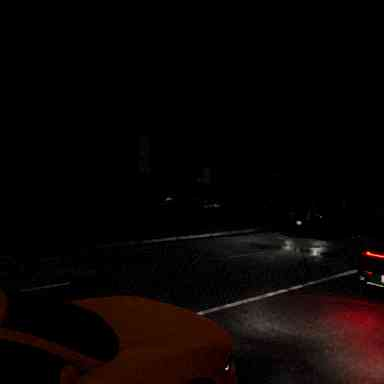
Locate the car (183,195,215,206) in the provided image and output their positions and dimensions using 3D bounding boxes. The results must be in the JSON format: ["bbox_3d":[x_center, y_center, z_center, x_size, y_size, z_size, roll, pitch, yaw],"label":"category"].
[{"bbox_3d":[1.291,1.271,48.451,1.882,1.535,5.008,-1,0,-39],"label":"car"}]

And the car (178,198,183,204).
[{"bbox_3d":[-0.259,1.367,55.971,1.895,1.301,4.718,-1,0,-39],"label":"car"}]

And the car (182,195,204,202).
[{"bbox_3d":[0.104,1.309,66.988,1.895,1.301,4.718,-1,0,-39],"label":"car"}]

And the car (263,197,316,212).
[{"bbox_3d":[10.686,1.334,36.782,2.033,1.411,5.357,-1,0,-39],"label":"car"}]

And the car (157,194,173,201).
[{"bbox_3d":[-6.245,1.238,74.766,2.128,1.511,4.902,-1,0,-38],"label":"car"}]

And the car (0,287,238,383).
[{"bbox_3d":[-1.857,1.478,2.404,5.008,1.535,1.882,0,0,-36],"label":"car"}]

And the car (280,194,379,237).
[{"bbox_3d":[7.581,1.127,17.688,5.566,2.045,2.150,-1,0,-32],"label":"car"}]

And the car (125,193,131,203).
[{"bbox_3d":[-10.745,1.120,63.563,2.150,2.045,5.566,-1,0,-39],"label":"car"}]

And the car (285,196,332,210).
[{"bbox_3d":[13.499,1.260,38.868,1.837,1.490,4.892,-1,0,-39],"label":"car"}]

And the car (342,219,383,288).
[{"bbox_3d":[5.848,1.468,7.937,4.892,1.490,1.837,0,0,-36],"label":"car"}]
